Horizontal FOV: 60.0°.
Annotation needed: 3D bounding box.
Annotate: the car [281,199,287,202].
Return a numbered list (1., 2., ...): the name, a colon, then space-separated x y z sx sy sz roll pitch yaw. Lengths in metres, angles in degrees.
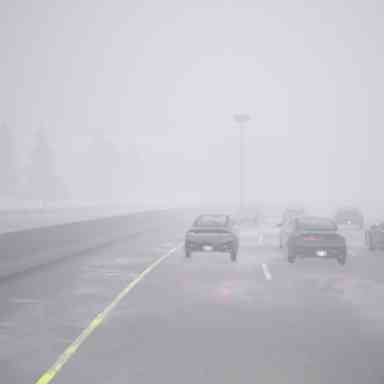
1. car: 23.177 2.313 78.911 4.902 1.511 2.128 0 -1 -33

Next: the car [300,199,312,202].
1. car: 26.331 2.286 72.636 4.181 1.385 1.994 0 -1 -33

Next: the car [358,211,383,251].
1. car: 7.837 1.637 11.969 1.837 1.490 4.892 0 0 10

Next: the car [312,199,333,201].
1. car: 27.911 2.181 69.493 5.008 1.535 1.882 0 -1 -33

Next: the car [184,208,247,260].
1. car: 0.932 1.619 13.118 2.128 1.511 4.902 0 0 10

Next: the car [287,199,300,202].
1. car: 24.758 2.235 75.766 5.008 1.535 1.882 0 -1 -33

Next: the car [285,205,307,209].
1. car: 7.927 1.747 25.269 2.128 1.511 4.902 0 0 22

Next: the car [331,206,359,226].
1. car: 11.197 1.757 24.020 1.837 1.490 4.892 0 0 22

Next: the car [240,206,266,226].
1. car: 4.536 1.804 26.241 2.033 1.411 5.357 0 -1 21

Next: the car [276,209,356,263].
1. car: 4.386 1.636 12.552 1.837 1.490 4.892 0 0 10
